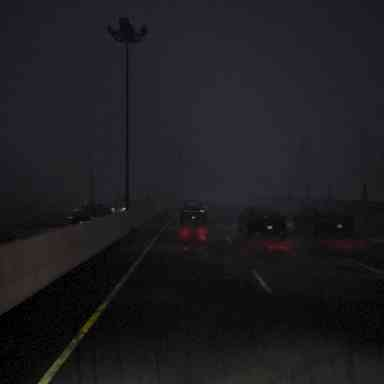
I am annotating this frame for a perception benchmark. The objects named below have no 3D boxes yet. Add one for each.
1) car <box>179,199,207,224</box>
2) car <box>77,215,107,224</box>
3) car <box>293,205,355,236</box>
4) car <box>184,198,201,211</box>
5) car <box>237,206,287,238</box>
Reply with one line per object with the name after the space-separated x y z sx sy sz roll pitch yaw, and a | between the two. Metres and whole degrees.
0.099 1.493 24.563 2.128 1.511 4.902 0 0 0 | car
-7.101 1.551 23.840 2.033 1.411 5.357 0 0 0 | car
7.099 1.480 18.450 1.882 1.535 5.008 0 0 0 | car
0.099 1.552 42.624 2.033 1.411 5.357 0 0 0 | car
3.600 1.480 17.827 1.882 1.535 5.008 0 0 0 | car
